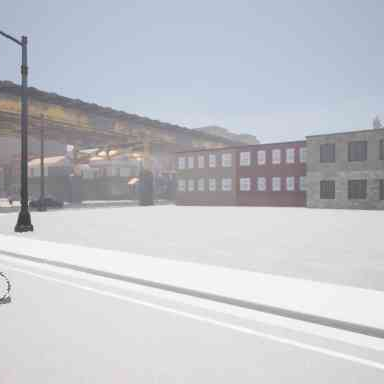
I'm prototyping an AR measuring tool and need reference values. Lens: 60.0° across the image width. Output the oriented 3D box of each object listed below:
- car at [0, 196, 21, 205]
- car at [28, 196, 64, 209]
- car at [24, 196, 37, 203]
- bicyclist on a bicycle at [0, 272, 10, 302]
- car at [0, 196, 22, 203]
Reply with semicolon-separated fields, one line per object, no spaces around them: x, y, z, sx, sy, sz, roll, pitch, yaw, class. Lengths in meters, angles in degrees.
-32.568;1.450;58.647;4.974;1.542;2.038;0;0;7;car
-19.743;1.524;45.238;1.812;1.442;4.674;0;0;33;car
-29.064;1.293;59.918;1.853;1.218;4.536;0;0;-23;car
-4.193;1.450;6.093;0.582;1.620;1.656;0;2;35;bicyclist on a bicycle
-32.619;1.292;58.653;4.536;1.218;1.853;0;0;7;car
